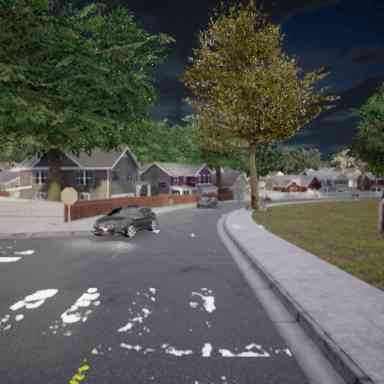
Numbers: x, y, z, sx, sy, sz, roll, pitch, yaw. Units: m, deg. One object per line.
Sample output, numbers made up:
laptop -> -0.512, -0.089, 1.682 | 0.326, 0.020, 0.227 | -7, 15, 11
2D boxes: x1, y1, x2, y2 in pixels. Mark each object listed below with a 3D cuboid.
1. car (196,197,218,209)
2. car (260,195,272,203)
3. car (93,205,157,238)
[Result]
car -> 1.981, 1.381, 42.926 | 1.837, 1.490, 4.892 | 0, 1, 19
car -> 14.310, 1.299, 66.205 | 1.812, 1.442, 4.674 | 2, 2, 38
car -> -3.388, 1.486, 17.831 | 1.837, 1.490, 4.892 | 2, 1, 15
